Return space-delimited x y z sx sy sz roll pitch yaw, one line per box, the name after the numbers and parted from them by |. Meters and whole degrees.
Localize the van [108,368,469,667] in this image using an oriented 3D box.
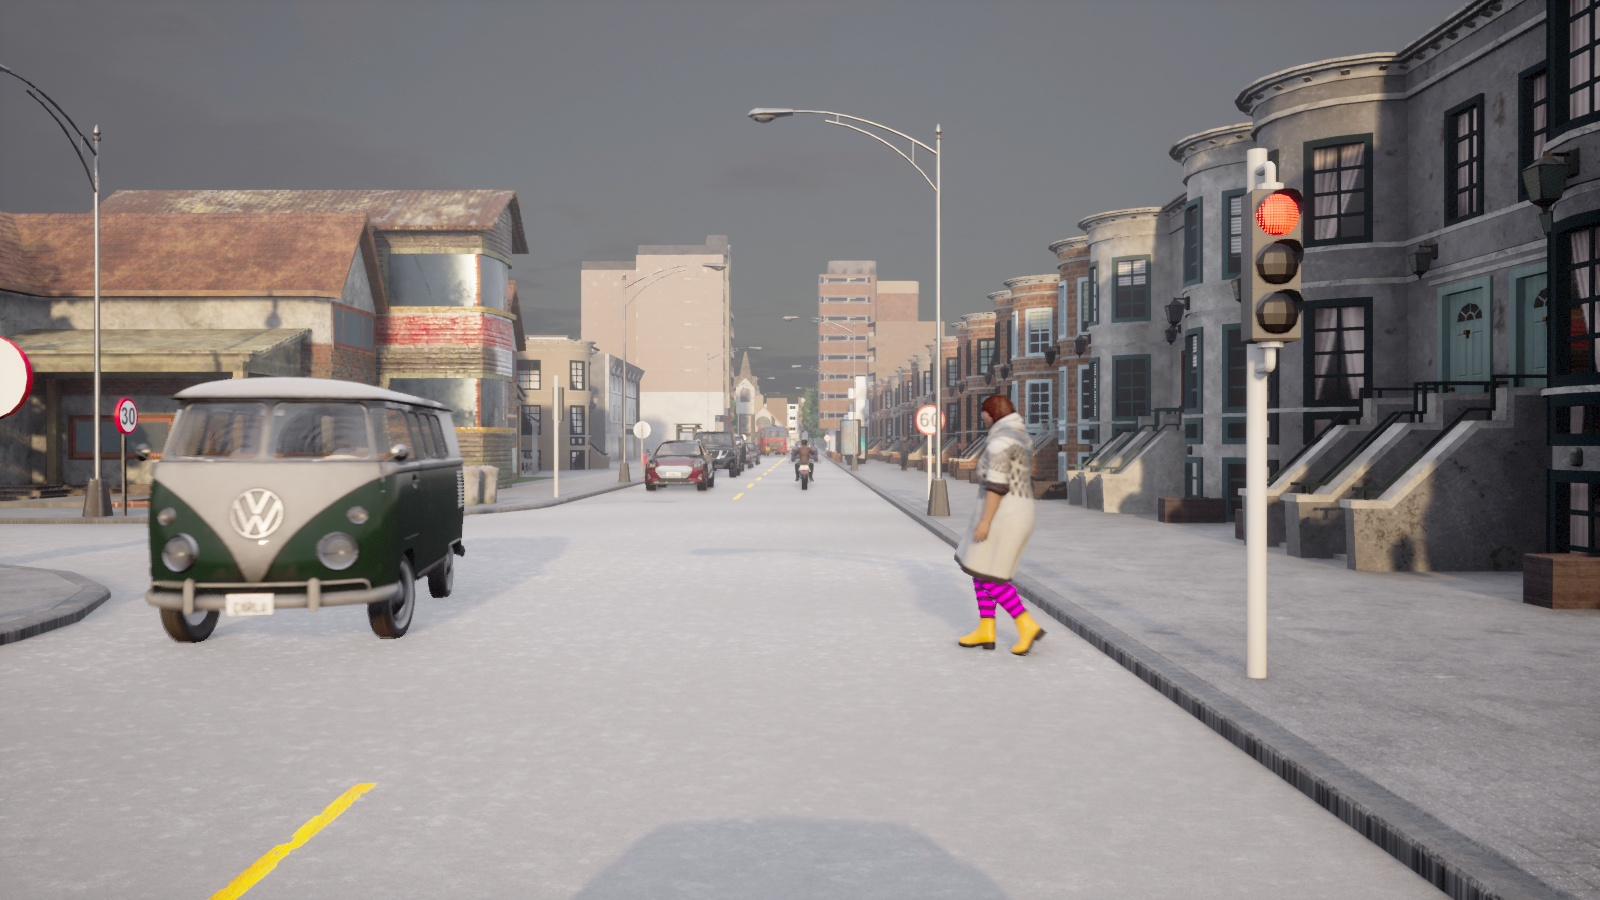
-4.004 0.436 10.650 1.775 1.987 4.442 0 0 -7 | van

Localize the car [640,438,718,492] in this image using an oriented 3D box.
-3.853 0.443 40.826 2.033 1.649 4.856 0 0 0 | car

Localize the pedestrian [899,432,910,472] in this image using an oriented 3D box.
5.197 0.109 62.315 0.423 1.949 0.788 0 0 -5 | pedestrian

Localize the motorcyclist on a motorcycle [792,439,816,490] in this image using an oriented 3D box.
0.144 0.464 41.277 0.766 1.649 2.350 0 0 0 | motorcyclist on a motorcycle

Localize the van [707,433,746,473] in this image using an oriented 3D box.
-3.767 0.128 65.187 1.775 1.987 4.442 0 0 0 | van

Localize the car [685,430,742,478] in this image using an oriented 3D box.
-3.803 0.147 55.891 2.150 2.045 5.566 0 0 0 | car

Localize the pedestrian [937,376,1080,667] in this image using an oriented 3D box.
1.482 0.475 8.874 0.873 1.952 0.659 0 0 21 | pedestrian

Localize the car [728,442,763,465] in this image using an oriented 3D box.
-3.692 0.216 85.676 2.128 1.511 4.902 0 0 0 | car
